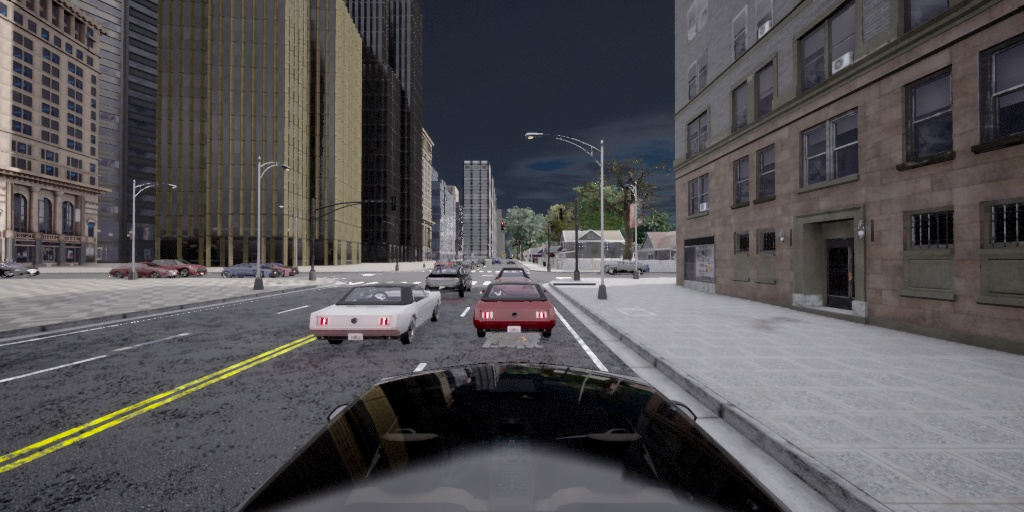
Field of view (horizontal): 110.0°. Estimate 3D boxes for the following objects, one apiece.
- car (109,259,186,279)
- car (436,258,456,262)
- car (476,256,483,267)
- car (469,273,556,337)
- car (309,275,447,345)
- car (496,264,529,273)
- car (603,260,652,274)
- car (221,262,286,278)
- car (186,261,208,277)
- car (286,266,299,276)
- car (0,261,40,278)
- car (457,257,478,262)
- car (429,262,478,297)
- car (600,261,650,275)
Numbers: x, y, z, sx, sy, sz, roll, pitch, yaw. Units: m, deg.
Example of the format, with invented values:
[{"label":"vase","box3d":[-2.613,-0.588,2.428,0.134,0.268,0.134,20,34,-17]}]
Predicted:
[{"label":"car","box3d":[-31.215,1.233,30.490,4.674,1.442,1.812,0,-1,-4]},{"label":"car","box3d":[-10.018,1.105,52.660,2.097,1.767,4.553,0,0,0]},{"label":"car","box3d":[-6.777,1.257,64.627,1.837,1.490,4.892,0,0,0]},{"label":"car","box3d":[0.052,1.350,10.224,1.895,1.301,4.718,0,0,0]},{"label":"car","box3d":[-3.181,1.352,9.502,1.895,1.301,4.718,0,0,0]},{"label":"car","box3d":[0.038,1.316,18.981,1.994,1.385,4.181,0,0,0]},{"label":"car","box3d":[13.203,1.282,41.281,5.008,1.535,1.882,0,-1,0]},{"label":"car","box3d":[-22.543,1.271,31.024,4.181,1.385,1.994,0,-1,-3]},{"label":"car","box3d":[-31.515,1.092,33.724,4.553,1.767,2.097,0,-1,-5]},{"label":"car","box3d":[-22.831,1.304,34.265,4.181,1.385,1.994,0,-1,-3]},{"label":"car","box3d":[-46.004,1.226,32.355,4.902,1.511,2.128,0,-1,-7]},{"label":"car","box3d":[-6.770,1.257,54.488,1.837,1.490,4.892,0,0,0]},{"label":"car","box3d":[-3.209,1.243,18.756,2.128,1.511,4.902,0,0,0]},{"label":"car","box3d":[11.804,1.263,38.035,4.902,1.511,2.128,0,-1,0]}]
